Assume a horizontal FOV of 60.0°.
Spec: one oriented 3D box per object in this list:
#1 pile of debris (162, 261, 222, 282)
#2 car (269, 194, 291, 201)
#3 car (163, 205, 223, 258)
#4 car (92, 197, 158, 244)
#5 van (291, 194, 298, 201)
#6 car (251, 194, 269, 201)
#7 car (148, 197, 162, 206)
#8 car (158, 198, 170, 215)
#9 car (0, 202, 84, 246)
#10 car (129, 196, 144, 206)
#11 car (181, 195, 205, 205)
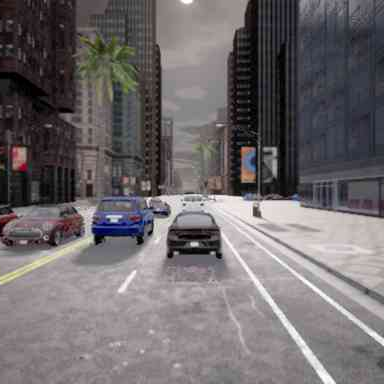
[{"bbox_3d":[0.001,2.193,9.301,1.500,0.140,1.860,0,0,0],"label":"pile of debris"},{"bbox_3d":[22.754,1.757,86.626,4.206,1.307,1.802,0,0,0],"label":"car"},{"bbox_3d":[0.091,1.502,12.967,1.882,1.535,5.008,0,0,0],"label":"car"},{"bbox_3d":[-3.149,1.252,16.158,2.150,2.045,5.566,0,0,0],"label":"car"},{"bbox_3d":[28.432,1.513,86.627,3.998,1.788,1.690,0,0,0],"label":"van"},{"bbox_3d":[17.076,1.730,86.624,4.403,1.369,2.008,0,0,0],"label":"car"},{"bbox_3d":[-6.534,1.646,58.931,1.812,1.442,4.674,0,0,1],"label":"car"},{"bbox_3d":[-3.147,1.628,33.228,1.994,1.385,4.181,0,0,0],"label":"car"},{"bbox_3d":[-6.600,1.381,15.261,2.097,1.767,4.553,0,0,0],"label":"car"},{"bbox_3d":[-9.782,1.598,58.817,1.882,1.535,5.008,0,0,1],"label":"car"},{"bbox_3d":[0.103,1.283,31.752,2.150,2.045,5.566,0,0,0],"label":"car"}]
